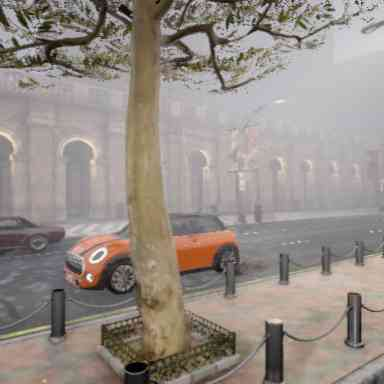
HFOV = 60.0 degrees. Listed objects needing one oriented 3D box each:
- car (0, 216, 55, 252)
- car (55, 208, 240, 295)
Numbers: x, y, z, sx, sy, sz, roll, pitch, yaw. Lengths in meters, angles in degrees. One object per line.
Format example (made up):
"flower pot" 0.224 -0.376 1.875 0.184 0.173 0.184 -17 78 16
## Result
"car" -7.378 1.595 12.424 4.718 1.301 1.895 0 0 -36
"car" -0.921 1.353 8.829 4.553 1.767 2.097 0 0 -35
